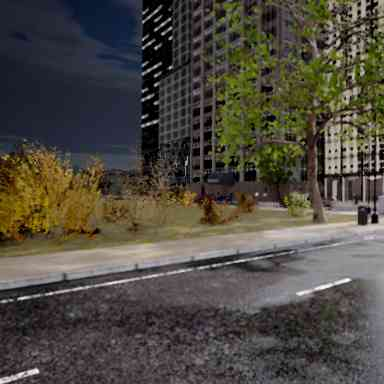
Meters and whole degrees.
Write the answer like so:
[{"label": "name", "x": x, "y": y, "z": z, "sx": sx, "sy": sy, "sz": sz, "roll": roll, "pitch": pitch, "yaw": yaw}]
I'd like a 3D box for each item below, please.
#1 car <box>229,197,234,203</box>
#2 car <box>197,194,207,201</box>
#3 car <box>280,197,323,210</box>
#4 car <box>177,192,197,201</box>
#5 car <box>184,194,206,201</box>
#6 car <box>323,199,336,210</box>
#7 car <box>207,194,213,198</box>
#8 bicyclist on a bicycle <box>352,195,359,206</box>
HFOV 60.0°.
[{"label": "car", "x": 6.161, "y": 1.341, "z": 64.833, "sx": 1.812, "sy": 1.442, "sz": 4.674, "roll": 1, "pitch": 0, "yaw": -34}, {"label": "car", "x": -0.025, "y": 1.295, "z": 62.320, "sx": 2.033, "sy": 1.411, "sz": 5.357, "roll": 1, "pitch": 0, "yaw": -33}, {"label": "car", "x": 12.194, "y": 1.282, "z": 38.186, "sx": 1.812, "sy": 1.442, "sz": 4.674, "roll": 1, "pitch": 0, "yaw": -34}, {"label": "car", "x": -1.948, "y": 0.941, "z": 59.339, "sx": 2.150, "sy": 2.045, "sz": 5.566, "roll": 1, "pitch": -1, "yaw": -33}, {"label": "car", "x": 0.585, "y": 1.208, "z": 73.137, "sx": 2.033, "sy": 1.411, "sz": 5.357, "roll": 1, "pitch": 0, "yaw": -34}, {"label": "car", "x": 14.914, "y": 1.315, "z": 39.966, "sx": 1.812, "sy": 1.442, "sz": 4.674, "roll": 1, "pitch": 0, "yaw": -34}, {"label": "car", "x": 2.804, "y": 1.133, "z": 64.095, "sx": 2.097, "sy": 1.767, "sz": 4.553, "roll": 1, "pitch": 0, "yaw": -33}, {"label": "bicyclist on a bicycle", "x": 23.190, "y": 1.197, "z": 47.121, "sx": 1.656, "sy": 1.620, "sz": 0.582, "roll": 0, "pitch": 0, "yaw": -34}]
